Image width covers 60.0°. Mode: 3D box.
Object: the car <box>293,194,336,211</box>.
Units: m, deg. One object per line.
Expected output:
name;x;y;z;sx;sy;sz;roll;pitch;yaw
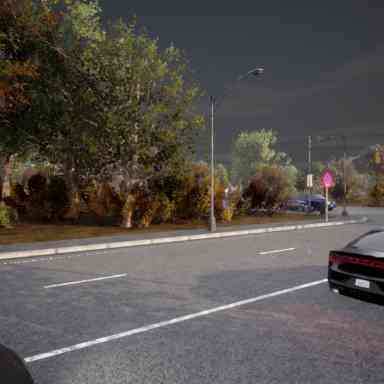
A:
car;14.746;1.221;40.685;2.150;2.045;5.566;0;0;-31

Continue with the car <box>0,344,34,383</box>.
car;-3.282;1.505;1.395;4.892;1.490;1.837;0;0;-36

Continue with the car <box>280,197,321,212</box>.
car;12.144;1.564;38.215;1.994;1.385;4.181;0;0;-32

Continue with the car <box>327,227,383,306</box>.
car;5.051;1.478;7.370;5.008;1.535;1.882;0;0;-36
